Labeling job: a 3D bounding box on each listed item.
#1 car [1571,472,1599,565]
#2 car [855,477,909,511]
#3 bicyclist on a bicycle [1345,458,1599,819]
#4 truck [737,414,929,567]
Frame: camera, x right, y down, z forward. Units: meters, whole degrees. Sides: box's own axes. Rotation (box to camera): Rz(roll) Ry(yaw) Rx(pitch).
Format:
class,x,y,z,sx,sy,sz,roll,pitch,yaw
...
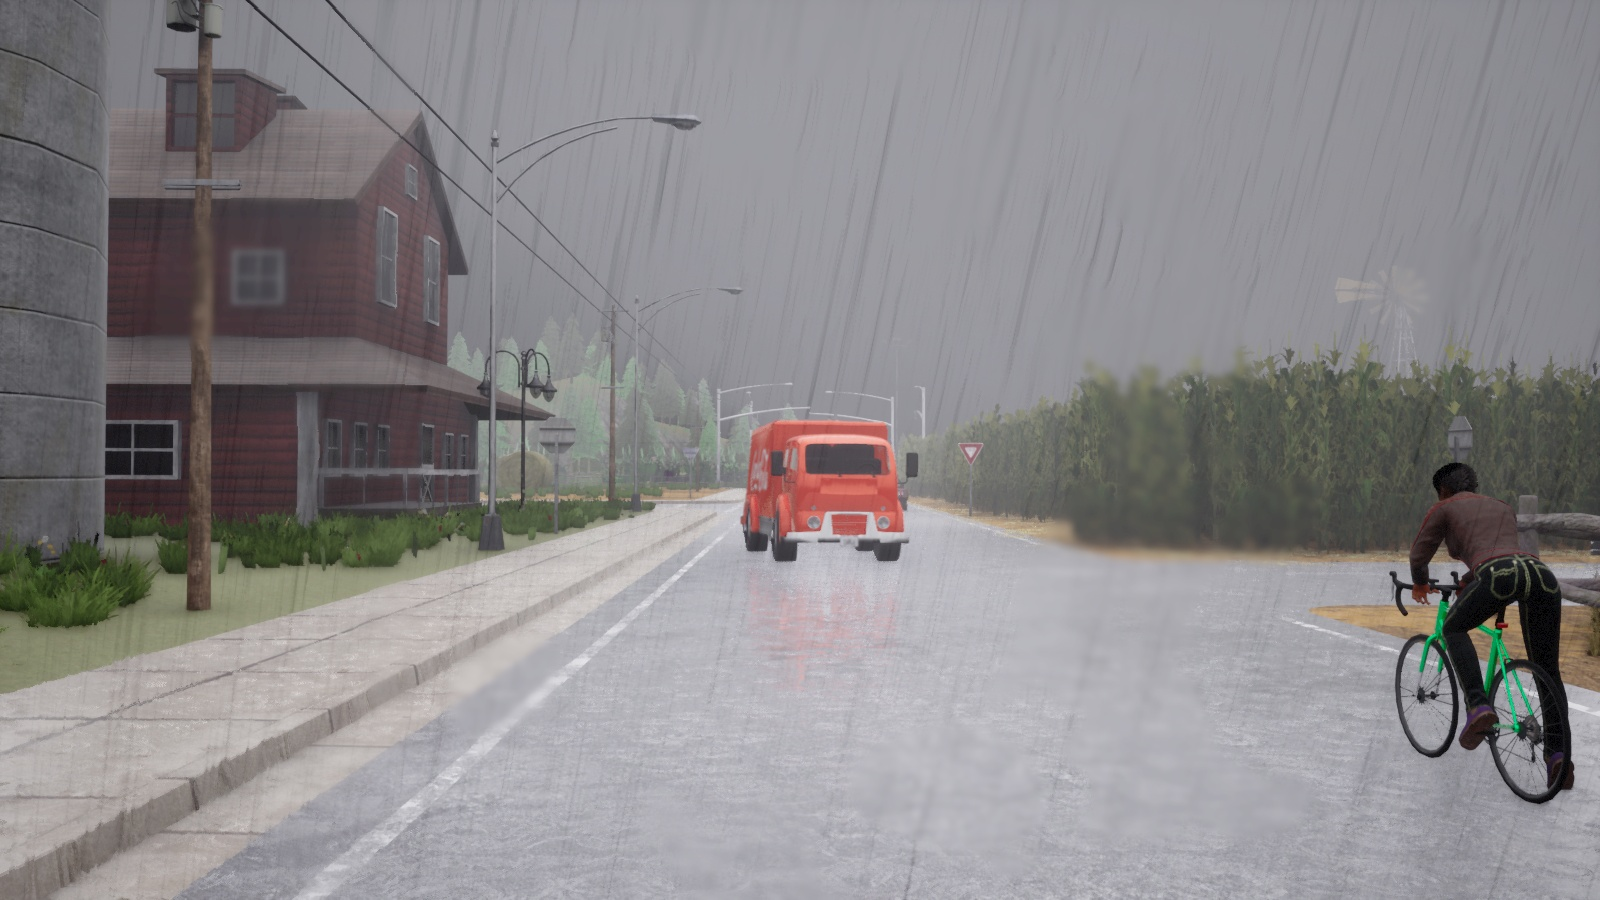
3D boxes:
class,x,y,z,sx,sy,sz,roll,pitch,yaw
car,15.334,1.094,20.049,4.892,1.490,1.837,0,-1,0
car,3.340,1.766,51.664,1.895,1.301,4.718,0,-1,0
bicyclist on a bicycle,3.478,0.862,6.486,0.582,1.620,1.656,0,-1,0
truck,0.422,0.716,22.998,2.627,2.467,5.204,0,-1,-9
